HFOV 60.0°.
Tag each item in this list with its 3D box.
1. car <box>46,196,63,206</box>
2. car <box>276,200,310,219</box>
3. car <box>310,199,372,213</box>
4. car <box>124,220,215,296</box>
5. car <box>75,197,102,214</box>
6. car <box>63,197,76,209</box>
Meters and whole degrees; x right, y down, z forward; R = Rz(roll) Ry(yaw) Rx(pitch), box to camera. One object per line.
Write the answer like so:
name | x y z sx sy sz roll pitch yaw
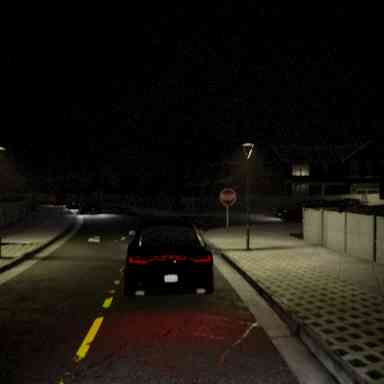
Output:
car | -21.964 1.357 53.329 1.882 1.535 5.008 0 0 -37
car | 9.288 1.288 25.729 5.357 1.411 2.033 -1 1 -9
car | 11.141 1.240 22.958 4.902 1.511 2.128 -1 1 -10
car | -0.647 1.458 8.677 1.882 1.535 5.008 0 0 -6
car | -10.483 1.414 34.067 1.837 1.490 4.892 0 0 -24
car | -14.959 1.415 42.896 1.812 1.442 4.674 0 0 -30
